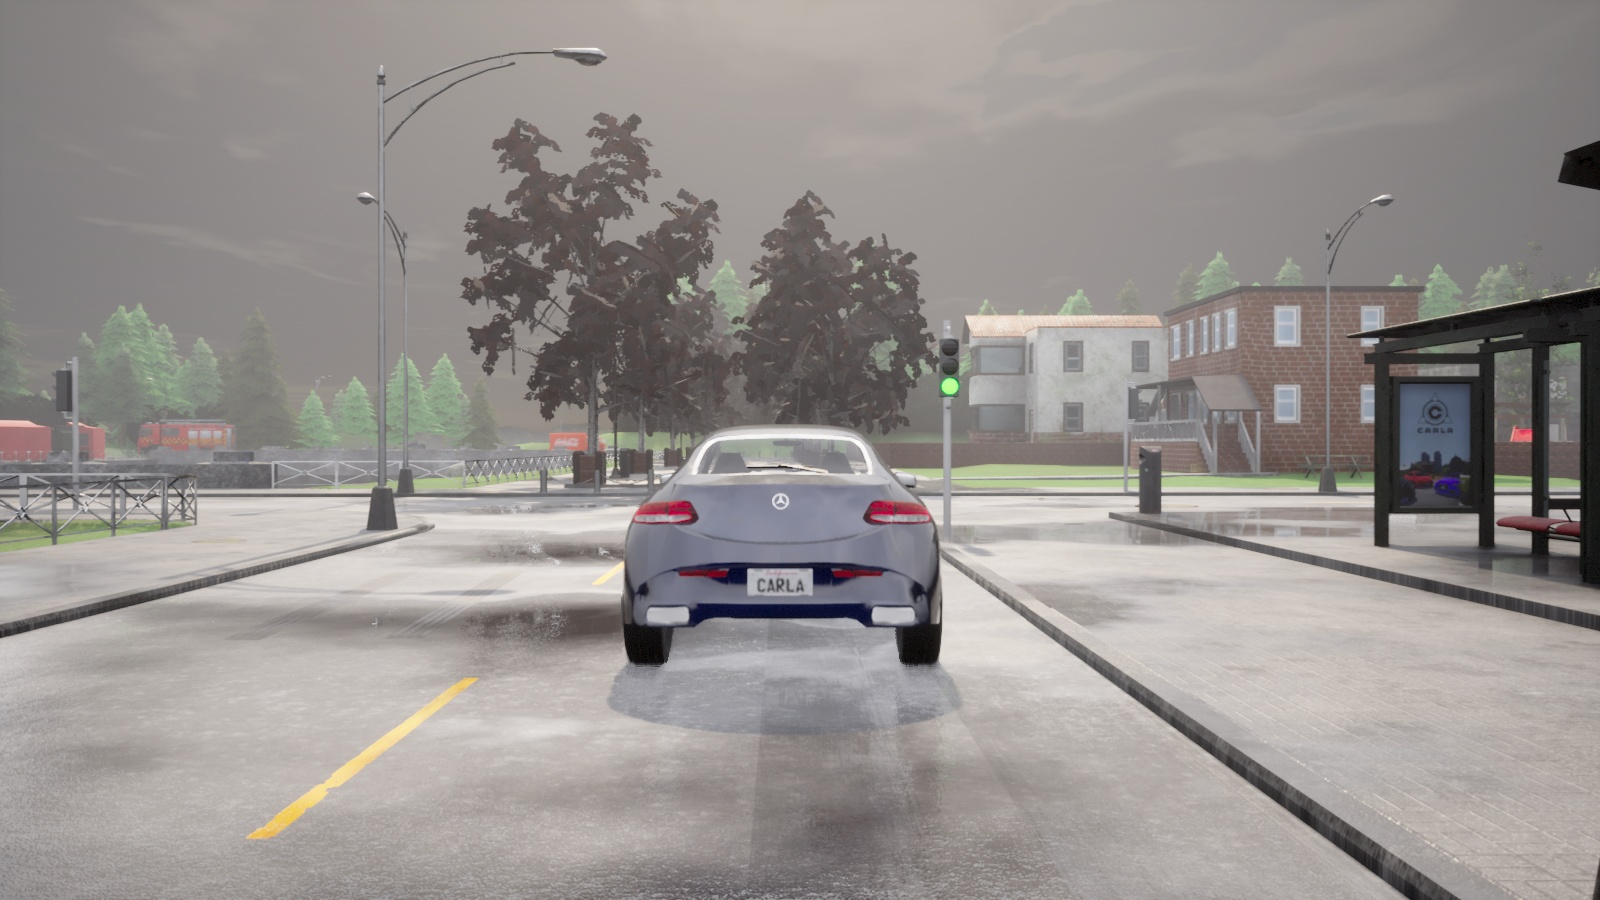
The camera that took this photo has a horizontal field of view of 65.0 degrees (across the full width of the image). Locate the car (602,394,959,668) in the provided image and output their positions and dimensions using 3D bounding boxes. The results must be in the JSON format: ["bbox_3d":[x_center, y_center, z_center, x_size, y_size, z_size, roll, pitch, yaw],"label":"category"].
[{"bbox_3d":[-0.105,0.471,10.096,2.152,1.651,5.027,0,0,0],"label":"car"}]
